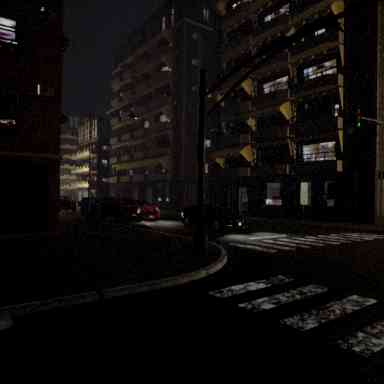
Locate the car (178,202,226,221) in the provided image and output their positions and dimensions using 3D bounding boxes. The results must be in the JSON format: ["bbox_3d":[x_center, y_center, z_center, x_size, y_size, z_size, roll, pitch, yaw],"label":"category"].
[{"bbox_3d":[0.806,1.686,30.151,1.752,1.417,4.829,1,-1,-35],"label":"car"}]

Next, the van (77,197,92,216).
[{"bbox_3d":[-8.745,1.355,30.008,1.690,1.788,3.998,1,-1,-35],"label":"van"}]

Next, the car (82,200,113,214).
[{"bbox_3d":[-10.470,1.652,36.713,1.994,1.385,4.181,1,-1,-35],"label":"car"}]

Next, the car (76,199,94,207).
[{"bbox_3d":[-18.434,1.868,57.309,1.802,1.307,4.206,1,-1,-35],"label":"car"}]

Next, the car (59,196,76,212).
[{"bbox_3d":[-15.190,1.369,39.108,2.192,1.841,5.009,1,-1,-35],"label":"car"}]

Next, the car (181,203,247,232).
[{"bbox_3d":[1.214,1.527,20.273,1.837,1.490,4.892,1,-1,-36],"label":"car"}]

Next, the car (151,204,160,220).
[{"bbox_3d":[-4.519,1.405,28.315,2.097,1.767,4.553,1,-1,-35],"label":"car"}]

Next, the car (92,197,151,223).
[{"bbox_3d":[-5.521,1.310,25.459,2.192,1.841,5.009,1,-1,-35],"label":"car"}]
